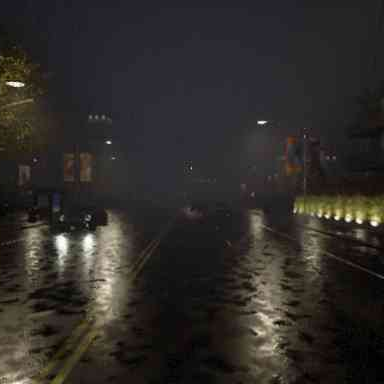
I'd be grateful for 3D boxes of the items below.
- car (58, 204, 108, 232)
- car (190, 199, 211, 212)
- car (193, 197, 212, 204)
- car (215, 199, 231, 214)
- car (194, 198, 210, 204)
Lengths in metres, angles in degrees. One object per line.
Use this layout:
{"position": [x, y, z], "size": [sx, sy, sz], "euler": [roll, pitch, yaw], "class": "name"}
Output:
{"position": [-7.098, 1.592, 22.098], "size": [2.097, 1.767, 4.553], "euler": [0, -1, 0], "class": "car"}
{"position": [1.191, 2.023, 45.821], "size": [1.812, 1.442, 4.674], "euler": [-1, -1, 17], "class": "car"}
{"position": [2.642, 2.149, 82.587], "size": [4.553, 1.767, 2.185], "euler": [0, -1, 0], "class": "car"}
{"position": [3.902, 2.005, 42.160], "size": [2.033, 1.411, 5.357], "euler": [0, -1, 7], "class": "car"}
{"position": [2.630, 2.382, 90.183], "size": [4.193, 1.474, 1.816], "euler": [0, -1, 0], "class": "car"}
